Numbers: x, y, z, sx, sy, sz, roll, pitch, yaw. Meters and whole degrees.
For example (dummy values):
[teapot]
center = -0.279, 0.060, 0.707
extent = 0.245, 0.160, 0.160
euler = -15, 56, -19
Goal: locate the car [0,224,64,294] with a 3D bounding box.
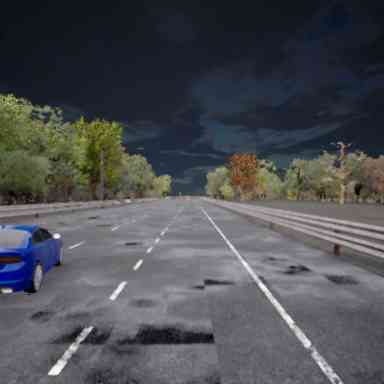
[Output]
[car]
center = -4.760, 1.601, 8.920
extent = 1.882, 1.535, 5.008
euler = 0, -1, -11
